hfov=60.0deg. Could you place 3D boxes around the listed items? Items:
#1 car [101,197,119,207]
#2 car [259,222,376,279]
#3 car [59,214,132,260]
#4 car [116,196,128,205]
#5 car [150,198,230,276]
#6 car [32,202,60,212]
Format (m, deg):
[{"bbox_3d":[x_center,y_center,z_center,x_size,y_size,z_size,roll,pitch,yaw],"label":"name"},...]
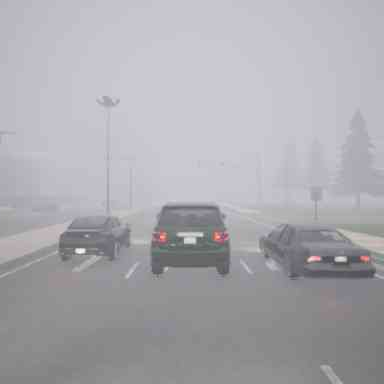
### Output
[{"bbox_3d":[-16.379,2.159,65.293,2.128,1.511,4.902,0,-1,0],"label":"car"},{"bbox_3d":[3.472,1.654,10.326,2.033,1.411,5.357,0,-1,-1],"label":"car"},{"bbox_3d":[-3.561,1.638,12.944,1.837,1.490,4.892,0,-1,-1],"label":"car"},{"bbox_3d":[-16.397,2.322,78.285,1.812,1.442,4.674,0,-1,0],"label":"car"},{"bbox_3d":[-0.032,1.332,10.889,2.150,2.045,5.566,0,-1,0],"label":"car"},{"bbox_3d":[-19.878,2.079,45.351,1.895,1.301,4.718,0,0,1],"label":"car"}]
